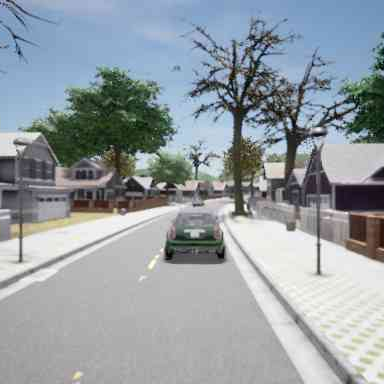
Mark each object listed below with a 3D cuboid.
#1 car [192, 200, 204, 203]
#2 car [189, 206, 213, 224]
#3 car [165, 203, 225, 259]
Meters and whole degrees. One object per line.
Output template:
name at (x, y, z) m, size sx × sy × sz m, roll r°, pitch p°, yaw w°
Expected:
car at (1.104, 2.031, 58.504) m, size 2.033 × 1.411 × 5.357 m, roll 0°, pitch 0°, yaw 8°
car at (0.847, 1.874, 28.126) m, size 1.895 × 1.301 × 4.718 m, roll 0°, pitch 0°, yaw 4°
car at (0.170, 1.488, 13.366) m, size 2.097 × 1.767 × 4.553 m, roll 0°, pitch -1°, yaw 2°
